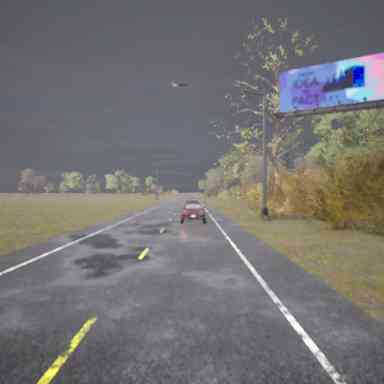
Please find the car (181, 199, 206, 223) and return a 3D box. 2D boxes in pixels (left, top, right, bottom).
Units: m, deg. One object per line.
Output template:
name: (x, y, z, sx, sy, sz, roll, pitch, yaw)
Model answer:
car: (0.095, 1.515, 25.587, 1.812, 1.442, 4.674, 0, 0, 0)
